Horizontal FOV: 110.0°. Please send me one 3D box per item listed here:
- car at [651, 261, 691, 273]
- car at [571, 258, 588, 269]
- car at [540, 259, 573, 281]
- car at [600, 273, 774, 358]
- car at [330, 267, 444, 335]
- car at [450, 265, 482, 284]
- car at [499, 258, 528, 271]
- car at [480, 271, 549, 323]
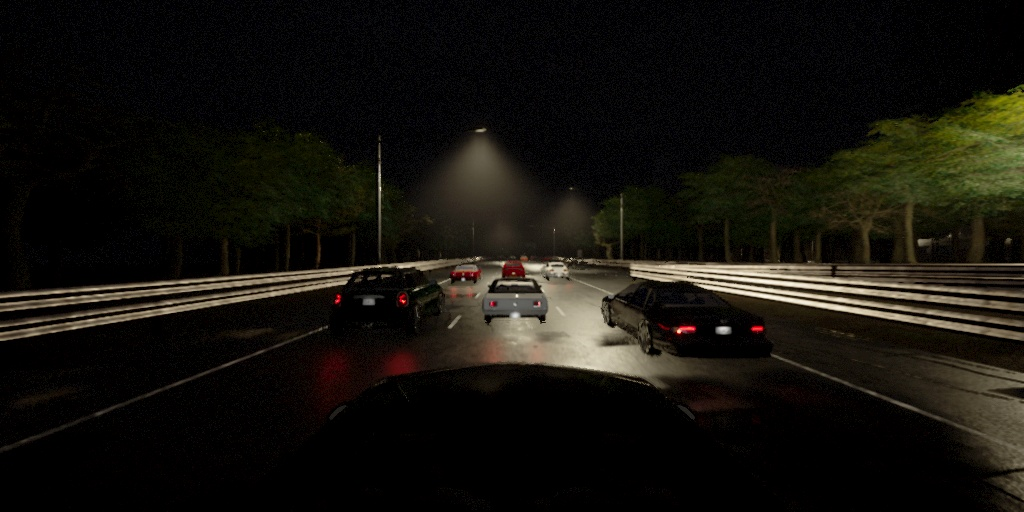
[{"bbox_3d":[14.133,1.096,31.171,1.994,1.385,4.181,0,0,-22],"label":"car"},{"bbox_3d":[8.892,0.951,49.457,1.837,1.490,4.892,0,0,-11],"label":"car"},{"bbox_3d":[3.615,1.244,29.803,1.812,1.442,4.674,0,0,0],"label":"car"},{"bbox_3d":[3.589,1.307,8.582,2.033,1.411,5.357,0,0,0],"label":"car"},{"bbox_3d":[-3.407,1.112,10.683,2.097,1.767,4.553,0,0,0],"label":"car"},{"bbox_3d":[-3.387,1.331,27.171,1.895,1.301,4.718,0,0,0],"label":"car"},{"bbox_3d":[0.115,1.193,30.383,1.882,1.535,5.008,0,0,0],"label":"car"},{"bbox_3d":[0.100,1.361,12.200,1.895,1.301,4.718,0,0,0],"label":"car"}]
